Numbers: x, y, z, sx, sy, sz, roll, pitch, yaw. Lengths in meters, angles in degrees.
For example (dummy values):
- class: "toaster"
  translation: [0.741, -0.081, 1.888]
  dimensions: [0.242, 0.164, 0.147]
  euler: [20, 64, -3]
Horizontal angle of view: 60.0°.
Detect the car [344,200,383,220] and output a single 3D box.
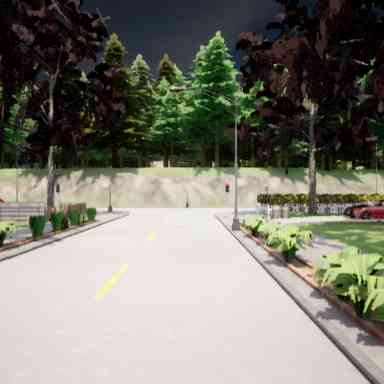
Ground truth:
- class: "car"
  translation: [13.088, 1.269, 23.548]
  dimensions: [4.181, 1.381, 1.994]
  euler: [0, 0, 0]
